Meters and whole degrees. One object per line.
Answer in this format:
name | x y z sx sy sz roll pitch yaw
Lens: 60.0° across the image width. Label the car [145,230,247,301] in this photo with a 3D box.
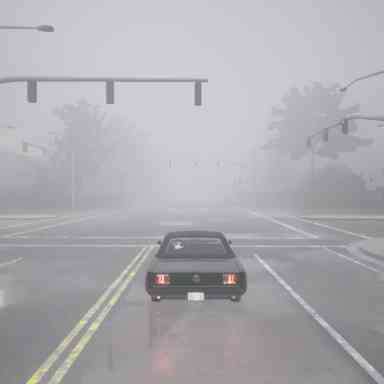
car | 0.066 1.601 8.242 1.895 1.301 4.718 0 0 0
